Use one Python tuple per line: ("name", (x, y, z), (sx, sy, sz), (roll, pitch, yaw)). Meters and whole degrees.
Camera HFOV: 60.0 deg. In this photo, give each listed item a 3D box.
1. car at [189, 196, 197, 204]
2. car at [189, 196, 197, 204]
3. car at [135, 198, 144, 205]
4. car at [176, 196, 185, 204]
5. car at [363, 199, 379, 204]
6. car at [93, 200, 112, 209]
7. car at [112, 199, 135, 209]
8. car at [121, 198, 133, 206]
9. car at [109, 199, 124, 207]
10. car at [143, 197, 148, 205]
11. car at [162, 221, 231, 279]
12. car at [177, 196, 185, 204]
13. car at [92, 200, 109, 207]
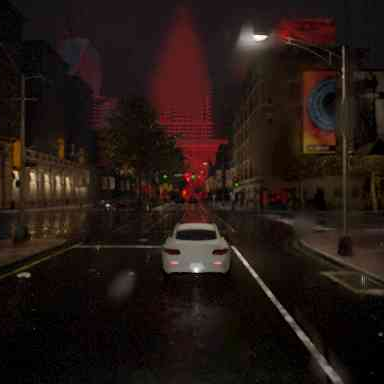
("car", (0.319, 2.208, 95.172), (2.150, 2.045, 5.566), (0, -1, 0))
("car", (0.287, 2.241, 85.772), (2.097, 1.767, 4.553), (0, -1, 0))
("car", (-11.301, 2.223, 65.396), (2.033, 1.411, 5.357), (0, -1, 1))
("car", (-3.212, 2.443, 86.163), (1.994, 1.385, 4.181), (0, -1, 0))
("car", (34.669, 2.173, 66.941), (2.231, 1.521, 4.892), (0, -1, 0))
("car", (-14.898, 2.122, 55.643), (2.033, 1.411, 5.357), (0, -1, 0))
("car", (-11.399, 2.052, 55.583), (1.882, 1.535, 5.008), (0, -1, 0))
("car", (-14.747, 2.259, 75.596), (1.882, 1.535, 5.008), (0, -1, 0))
("car", (-14.798, 2.178, 65.182), (1.837, 1.490, 4.892), (0, -1, 1))
("car", (-11.247, 2.136, 75.617), (2.097, 1.767, 4.553), (0, -1, 0))
("car", (0.121, 1.633, 10.263), (1.812, 1.442, 4.674), (0, -1, 0))
("car", (-3.181, 2.210, 95.319), (2.150, 2.045, 5.566), (0, -1, 0))
("car", (-18.030, 2.274, 65.722), (1.895, 1.301, 4.718), (0, -1, 0))
